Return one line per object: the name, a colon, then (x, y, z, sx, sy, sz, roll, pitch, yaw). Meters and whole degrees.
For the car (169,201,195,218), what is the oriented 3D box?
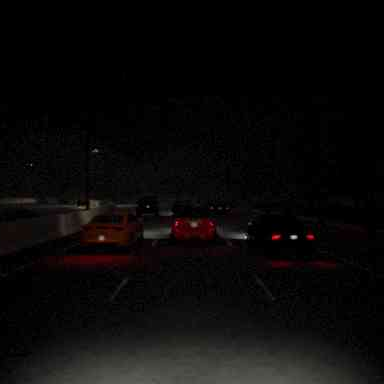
car: (-1.127, 1.789, 34.636, 2.128, 1.511, 4.902, 0, 0, -8)

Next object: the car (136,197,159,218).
car: (-4.510, 1.512, 33.869, 2.150, 2.045, 5.566, 0, -1, -8)

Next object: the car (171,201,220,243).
car: (0.080, 1.499, 16.981, 2.097, 1.767, 4.553, 0, 0, 0)

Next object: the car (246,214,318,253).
car: (3.602, 1.671, 14.260, 2.033, 1.411, 5.357, 0, 0, 0)

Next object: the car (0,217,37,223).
car: (-10.674, 1.694, 19.630, 1.812, 1.442, 4.674, 0, 0, -1)

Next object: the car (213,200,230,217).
car: (2.427, 1.647, 34.364, 2.097, 1.767, 4.553, 0, 0, -7)

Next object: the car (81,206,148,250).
car: (-3.399, 1.607, 14.972, 1.882, 1.535, 5.008, 0, -1, 0)
